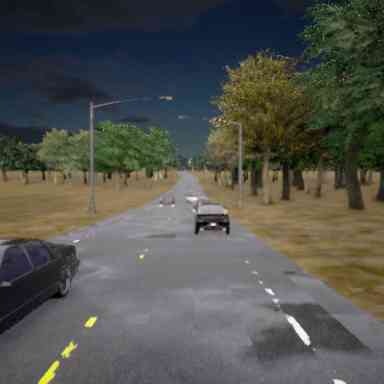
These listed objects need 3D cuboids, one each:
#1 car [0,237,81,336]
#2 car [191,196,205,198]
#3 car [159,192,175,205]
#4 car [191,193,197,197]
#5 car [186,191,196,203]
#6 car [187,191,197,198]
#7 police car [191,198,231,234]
[{"bbox_3d":[-3.601,1.555,5.781,2.033,1.411,5.357,0,0,0],"label":"car"},{"bbox_3d":[1.045,1.382,28.936,1.812,1.442,4.674,0,1,0],"label":"car"},{"bbox_3d":[-3.569,0.901,48.694,2.097,1.767,4.553,0,1,0],"label":"car"},{"bbox_3d":[1.044,1.229,35.123,1.801,1.575,5.366,0,1,0],"label":"car"},{"bbox_3d":[-0.008,1.011,54.461,1.895,1.301,4.718,0,2,0],"label":"car"},{"bbox_3d":[-0.012,0.456,69.623,1.895,1.301,4.718,0,2,0],"label":"car"},{"bbox_3d":[1.047,1.381,19.046,1.930,1.638,5.238,0,0,0],"label":"police car"}]
